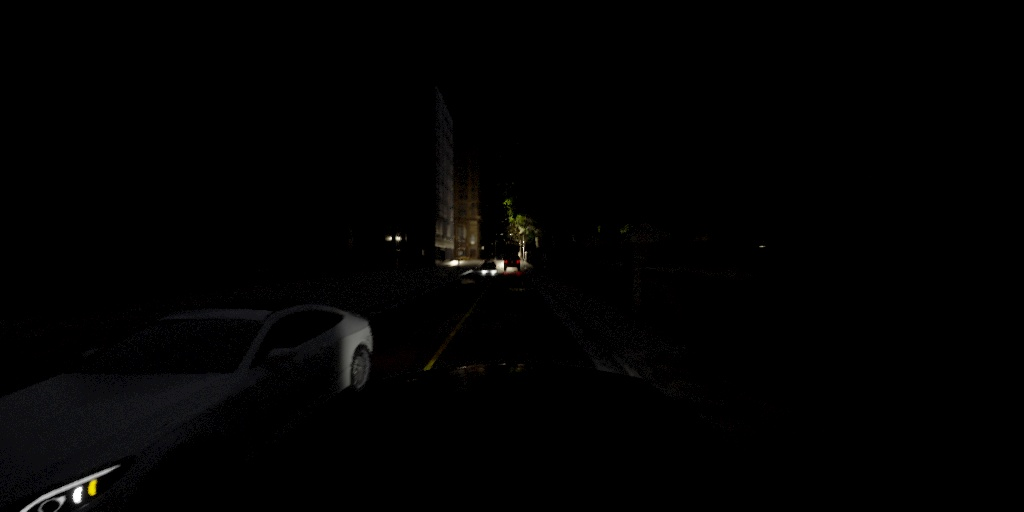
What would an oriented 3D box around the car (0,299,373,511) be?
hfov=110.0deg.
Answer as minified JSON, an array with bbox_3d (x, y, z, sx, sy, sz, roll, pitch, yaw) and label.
[{"bbox_3d":[-3.100,1.270,3.967,1.812,1.442,4.674,0,0,0],"label":"car"}]

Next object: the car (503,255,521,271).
[{"bbox_3d":[0.021,0.888,47.448,2.150,2.045,5.566,0,0,1],"label":"car"}]

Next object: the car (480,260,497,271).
[{"bbox_3d":[-3.076,1.230,48.078,1.994,1.385,4.181,0,0,0],"label":"car"}]

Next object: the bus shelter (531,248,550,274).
[{"bbox_3d":[3.131,0.554,36.922,1.920,2.740,3.880,0,0,0],"label":"bus shelter"}]

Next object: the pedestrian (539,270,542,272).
[{"bbox_3d":[3.130,0.817,39.485,0.375,1.860,0.375,0,0,-15],"label":"pedestrian"}]
